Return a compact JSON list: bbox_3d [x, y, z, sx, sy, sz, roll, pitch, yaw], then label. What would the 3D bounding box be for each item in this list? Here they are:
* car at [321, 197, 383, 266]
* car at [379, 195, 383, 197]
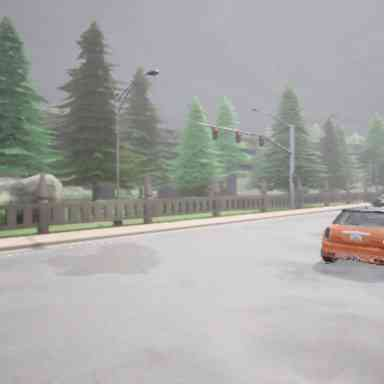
[{"bbox_3d":[5.896,1.209,10.319,4.553,1.767,2.097,-1,1,-44],"label":"car"},{"bbox_3d":[19.755,0.997,33.538,5.357,1.411,2.033,-1,1,-43],"label":"car"}]
